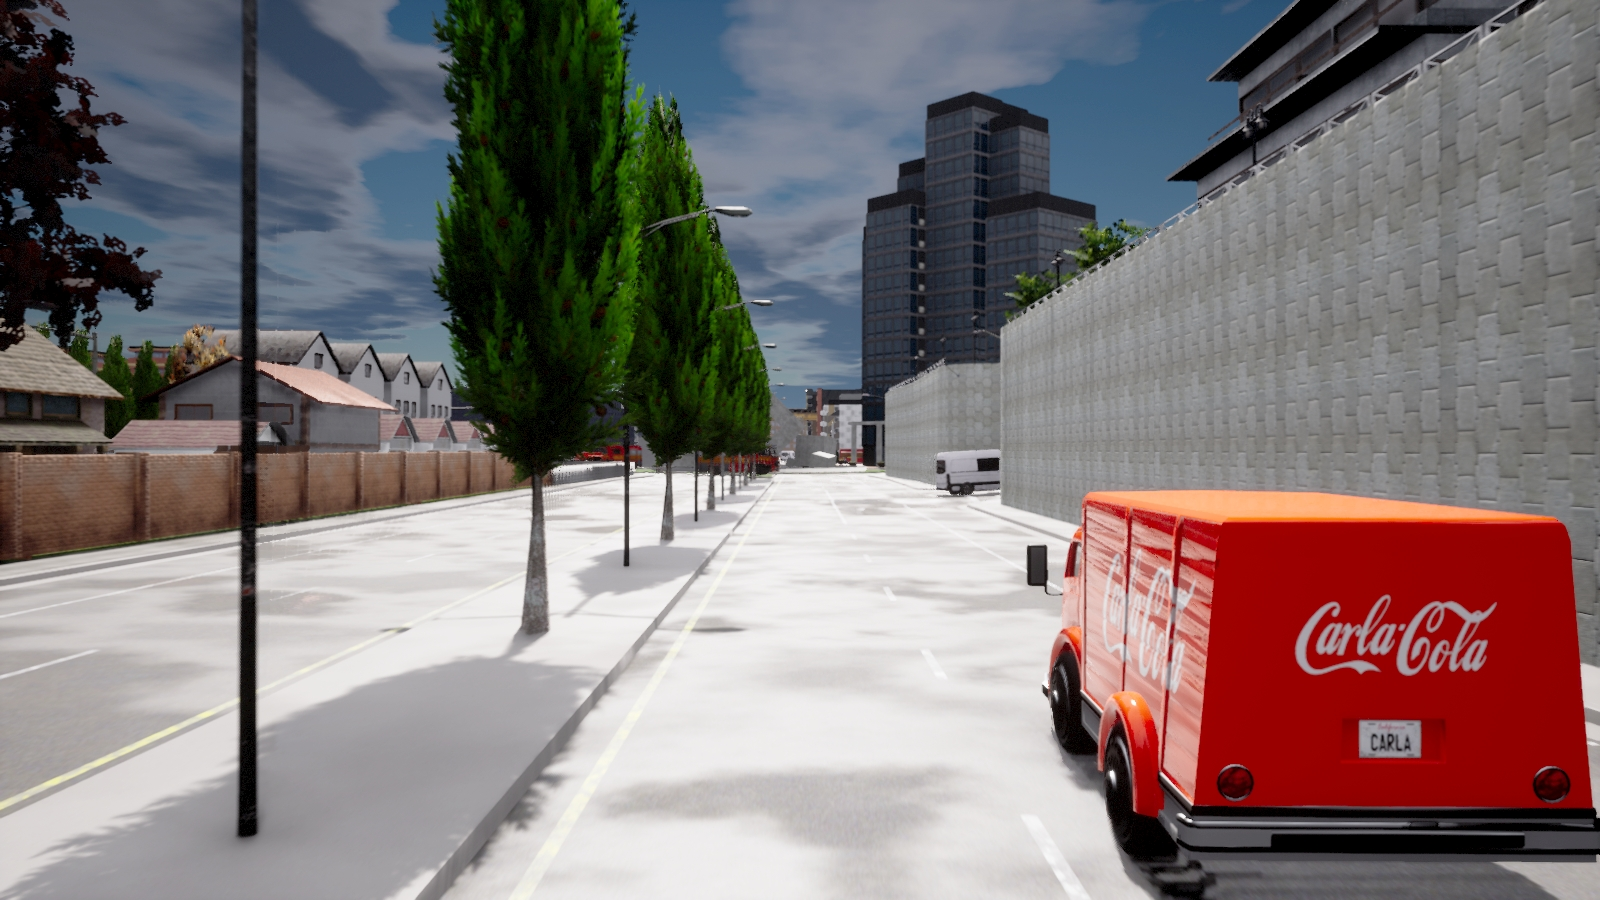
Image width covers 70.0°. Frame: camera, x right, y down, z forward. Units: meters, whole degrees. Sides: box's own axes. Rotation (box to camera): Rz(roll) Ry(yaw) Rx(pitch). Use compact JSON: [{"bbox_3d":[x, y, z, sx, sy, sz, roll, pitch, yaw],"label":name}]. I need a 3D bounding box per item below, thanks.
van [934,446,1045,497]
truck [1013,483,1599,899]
[{"bbox_3d":[11.028,1.240,66.631,5.915,2.561,1.988,-4,0,-13],"label":"van"},{"bbox_3d":[3.479,1.575,9.173,2.627,2.467,5.204,0,0,1],"label":"truck"}]
